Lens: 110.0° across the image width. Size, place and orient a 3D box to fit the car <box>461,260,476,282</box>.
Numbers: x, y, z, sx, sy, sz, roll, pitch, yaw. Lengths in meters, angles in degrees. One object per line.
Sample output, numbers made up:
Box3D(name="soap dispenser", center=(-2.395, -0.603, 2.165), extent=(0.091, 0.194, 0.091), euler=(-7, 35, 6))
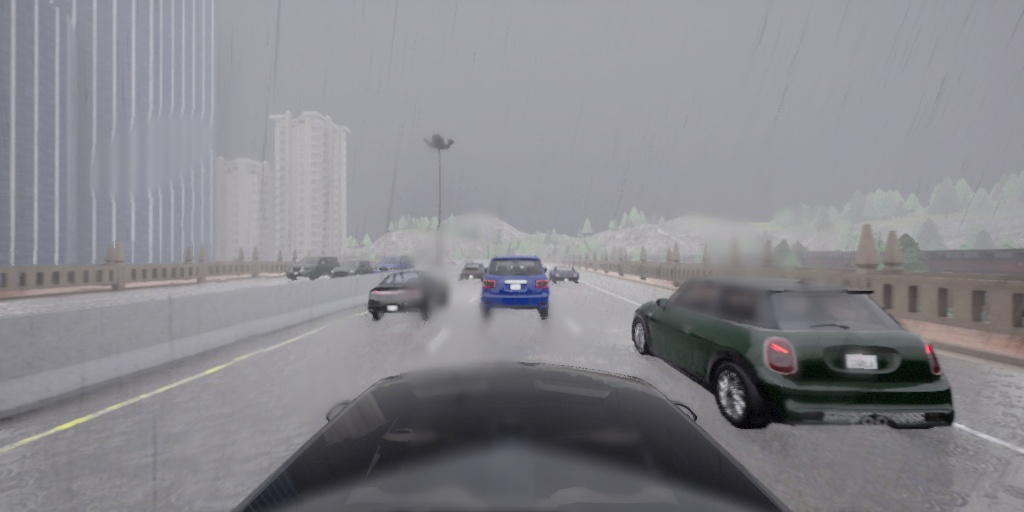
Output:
Box3D(name="car", center=(-3.009, 1.323, 29.477), extent=(1.837, 1.490, 4.892), euler=(0, 0, 2))

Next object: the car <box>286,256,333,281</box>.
Box3D(name="car", center=(-17.158, 1.044, 31.355), extent=(2.150, 2.045, 5.566), euler=(0, 0, 2))

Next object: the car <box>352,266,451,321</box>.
Box3D(name="car", center=(-3.366, 1.269, 12.587), extent=(2.128, 1.511, 4.902), euler=(0, 0, 1))

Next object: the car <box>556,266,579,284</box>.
Box3D(name="car", center=(3.947, 1.415, 27.823), extent=(1.895, 1.301, 4.718), euler=(0, 0, 2))

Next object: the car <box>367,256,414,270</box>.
Box3D(name="car", center=(-10.161, 1.044, 31.230), extent=(2.150, 2.045, 5.566), euler=(0, 0, 2))

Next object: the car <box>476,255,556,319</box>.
Box3D(name="car", center=(0.137, 0.999, 13.110), extent=(2.150, 2.045, 5.566), euler=(0, 0, 1))

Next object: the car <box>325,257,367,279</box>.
Box3D(name="car", center=(-13.668, 1.173, 30.978), extent=(2.097, 1.767, 4.553), euler=(0, 0, 2))

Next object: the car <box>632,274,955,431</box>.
Box3D(name="car", center=(3.585, 1.111, 5.790), extent=(2.097, 1.767, 4.553), euler=(0, 0, 0))
